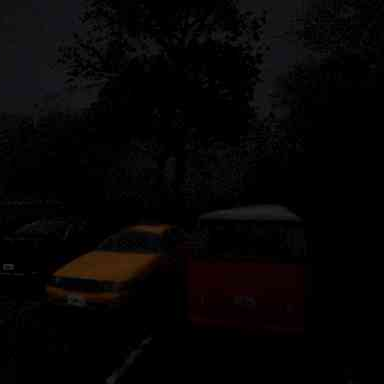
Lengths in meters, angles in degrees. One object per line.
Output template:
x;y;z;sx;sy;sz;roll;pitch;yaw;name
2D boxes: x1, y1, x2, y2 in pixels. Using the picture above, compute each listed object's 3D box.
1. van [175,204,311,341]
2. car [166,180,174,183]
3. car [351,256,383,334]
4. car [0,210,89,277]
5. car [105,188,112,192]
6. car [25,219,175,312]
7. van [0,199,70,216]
1.295;1.261;6.643;1.878;1.987;4.442;0;-1;15;van
-4.449;-1.912;73.093;1.837;1.490;4.892;1;5;37;car
3.656;1.526;4.816;2.002;1.452;4.674;0;-1;16;car
-3.533;1.486;9.941;2.231;1.521;4.892;0;-1;16;car
-14.020;-0.646;60.495;1.812;1.442;4.674;1;5;37;car
-1.180;1.479;8.058;1.946;1.575;5.366;1;-1;16;car
-5.900;1.264;11.772;1.878;1.987;4.442;0;-1;16;van
